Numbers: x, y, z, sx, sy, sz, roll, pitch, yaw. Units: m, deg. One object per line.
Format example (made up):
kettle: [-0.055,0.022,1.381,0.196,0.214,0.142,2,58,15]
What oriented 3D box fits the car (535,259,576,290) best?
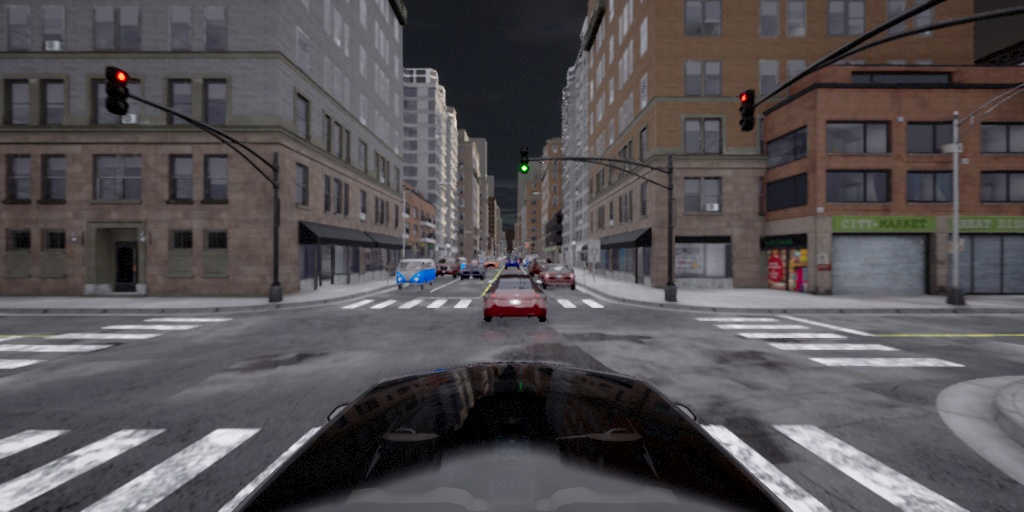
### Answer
car: [2.676,1.169,22.108,1.967,1.591,4.097,0,0,0]

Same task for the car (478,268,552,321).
car: [0.099,1.308,12.475,1.994,1.385,4.181,0,0,0]

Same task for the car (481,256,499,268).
car: [-3.018,1.023,53.318,2.097,1.767,4.553,0,0,0]

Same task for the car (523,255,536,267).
car: [3.130,0.866,64.960,2.150,2.045,5.566,0,0,0]

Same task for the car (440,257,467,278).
car: [-5.845,1.030,33.267,2.192,1.841,5.009,0,0,0]

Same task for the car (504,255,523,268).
car: [0.063,0.896,52.025,2.150,2.045,5.566,0,0,0]

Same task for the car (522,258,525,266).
car: [2.684,1.243,44.450,2.007,1.370,4.403,0,0,0]

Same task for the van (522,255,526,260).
van: [2.687,1.020,50.035,1.690,1.789,3.998,0,0,0]

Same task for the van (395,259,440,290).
van: [-5.849,1.071,22.094,1.690,1.789,3.998,0,0,0]

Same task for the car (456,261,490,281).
car: [-3.088,1.322,29.410,1.895,1.301,4.718,0,0,0]

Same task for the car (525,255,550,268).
car: [2.680,1.029,33.279,2.192,1.841,5.009,0,0,0]
